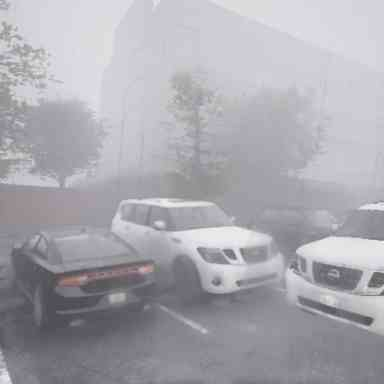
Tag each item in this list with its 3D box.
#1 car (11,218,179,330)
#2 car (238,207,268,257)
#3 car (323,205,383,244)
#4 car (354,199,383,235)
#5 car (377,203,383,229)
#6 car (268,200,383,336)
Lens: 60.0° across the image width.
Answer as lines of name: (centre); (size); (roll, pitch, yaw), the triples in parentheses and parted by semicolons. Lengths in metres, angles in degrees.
car: (-2.575, 1.473, 7.122); (2.097, 1.535, 5.008); (0, 0, -35)
car: (4.126, 1.321, 11.947); (2.185, 1.767, 4.553); (0, 0, -35)
car: (8.811, 1.457, 15.212); (2.163, 1.488, 4.792); (0, 0, -35)
car: (11.051, 1.293, 16.886); (2.185, 1.767, 4.553); (0, 0, -35)
car: (13.327, 1.439, 18.506); (2.163, 1.488, 4.792); (0, 0, -35)
car: (4.234, 1.198, 6.397); (5.566, 2.045, 2.150); (0, 0, -35)
